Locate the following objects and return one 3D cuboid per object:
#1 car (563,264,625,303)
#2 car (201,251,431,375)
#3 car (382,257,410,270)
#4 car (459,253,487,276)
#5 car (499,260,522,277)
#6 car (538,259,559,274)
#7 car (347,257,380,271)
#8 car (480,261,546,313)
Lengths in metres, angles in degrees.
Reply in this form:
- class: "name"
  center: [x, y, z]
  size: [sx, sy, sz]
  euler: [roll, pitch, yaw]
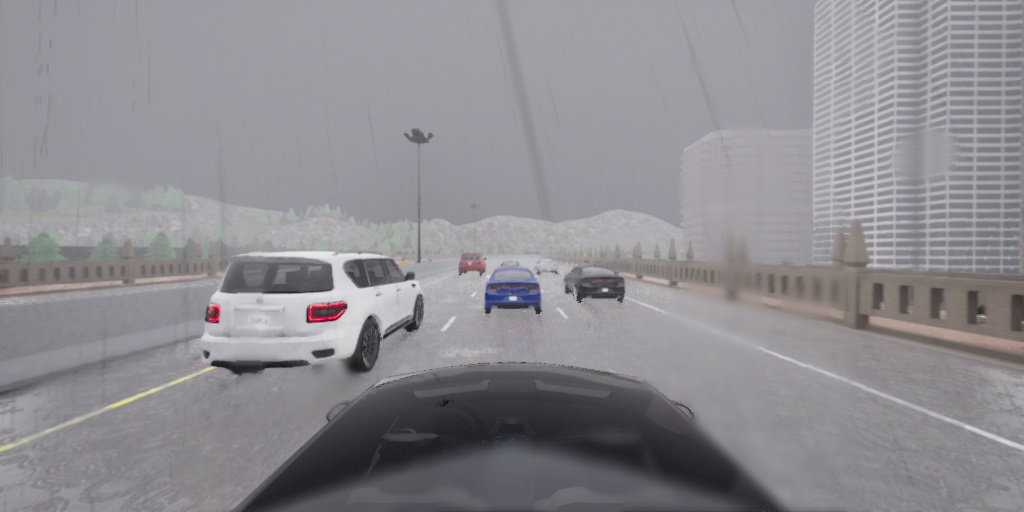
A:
- class: "car"
  center: [3.499, 1.110, 16.013]
  size: [1.882, 1.535, 5.008]
  euler: [0, 0, 0]
- class: "car"
  center: [-3.447, 0.930, 7.532]
  size: [2.150, 2.045, 5.566]
  euler: [0, 0, -1]
- class: "car"
  center: [-14.414, 0.905, 44.833]
  size: [1.882, 1.535, 5.008]
  euler: [0, 0, 0]
- class: "car"
  center: [-3.643, 0.724, 33.527]
  size: [2.150, 2.045, 5.566]
  euler: [0, 0, 0]
- class: "car"
  center: [-0.137, 1.105, 32.777]
  size: [1.895, 1.301, 4.718]
  euler: [0, 0, 0]
- class: "car"
  center: [3.332, 1.008, 35.021]
  size: [1.812, 1.442, 4.674]
  euler: [0, 0, -1]
- class: "car"
  center: [-17.902, 0.920, 43.555]
  size: [1.882, 1.535, 5.008]
  euler: [0, 0, 0]
- class: "car"
  center: [0.017, 1.134, 13.512]
  size: [1.882, 1.535, 5.008]
  euler: [0, 0, 0]
